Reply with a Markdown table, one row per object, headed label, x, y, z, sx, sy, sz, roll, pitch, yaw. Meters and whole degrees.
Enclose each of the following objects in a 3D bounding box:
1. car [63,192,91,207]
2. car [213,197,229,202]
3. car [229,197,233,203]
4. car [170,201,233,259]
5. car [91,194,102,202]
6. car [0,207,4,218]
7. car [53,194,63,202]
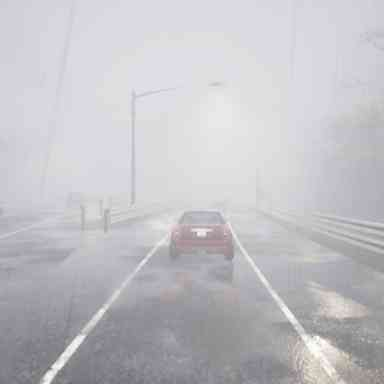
| label | x | y | z | sx | sy | sz | roll | pitch | yaw |
| --- | --- | --- | --- | --- | --- | --- | --- | --- | --- |
| car | -15.597 | 0.986 | 45.364 | 2.150 | 2.045 | 5.566 | 0 | 0 | -10 |
| car | 3.889 | 1.677 | 48.262 | 1.837 | 1.490 | 4.892 | 0 | -1 | 9 |
| car | 7.164 | 1.734 | 66.562 | 1.837 | 1.490 | 4.892 | 0 | 0 | 13 |
| car | 0.400 | 1.393 | 12.922 | 2.097 | 1.767 | 4.553 | 0 | 0 | 2 |
| car | -19.304 | 1.200 | 66.802 | 1.837 | 1.490 | 4.892 | 0 | 0 | -10 |
| car | -15.585 | 1.354 | 24.182 | 2.033 | 1.411 | 5.357 | 0 | 0 | -10 |
| car | -26.380 | 1.135 | 66.662 | 1.882 | 1.535 | 5.008 | 0 | 0 | -10 |
